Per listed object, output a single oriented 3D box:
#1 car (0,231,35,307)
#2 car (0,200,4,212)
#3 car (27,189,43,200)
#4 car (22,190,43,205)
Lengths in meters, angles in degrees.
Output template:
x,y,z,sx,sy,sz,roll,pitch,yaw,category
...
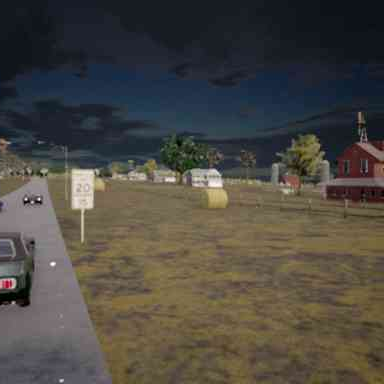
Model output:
x,y,z,sx,sy,sz,roll,pitch,yaw,category
-4.487,1.511,7.285,1.895,1.301,4.718,0,1,-24,car
-15.484,1.024,25.085,1.895,1.301,4.718,0,2,-24,car
-21.114,0.354,44.810,1.895,1.301,4.718,0,2,-24,car
-17.025,0.688,35.720,1.895,1.301,4.718,0,2,-24,car
